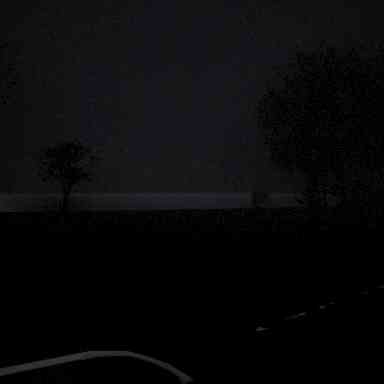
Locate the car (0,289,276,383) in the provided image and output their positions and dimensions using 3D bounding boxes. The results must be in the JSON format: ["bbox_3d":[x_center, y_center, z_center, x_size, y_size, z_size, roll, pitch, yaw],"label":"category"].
[{"bbox_3d":[-1.626,1.492,1.789,4.902,1.511,2.128,0,0,-36],"label":"car"}]
